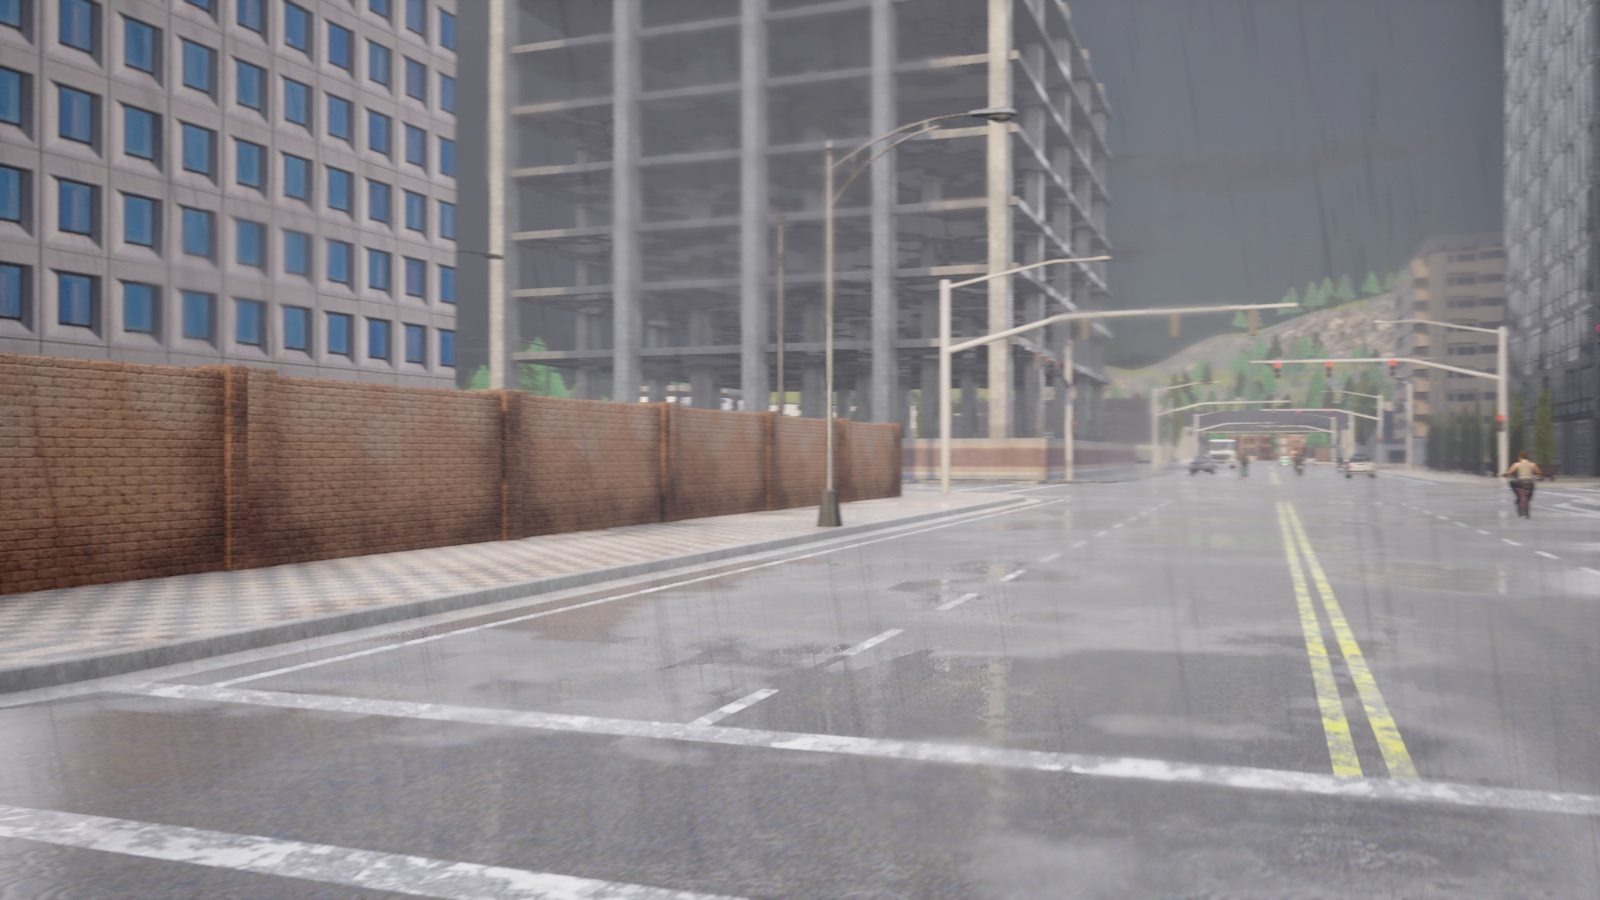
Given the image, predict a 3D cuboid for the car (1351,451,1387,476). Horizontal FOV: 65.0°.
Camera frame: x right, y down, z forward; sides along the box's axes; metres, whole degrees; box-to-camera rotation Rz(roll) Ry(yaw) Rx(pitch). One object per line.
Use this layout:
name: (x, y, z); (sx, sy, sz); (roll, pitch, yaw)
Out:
car: (37.282, 0.869, 82.334); (1.851, 1.617, 3.988); (0, 0, 21)

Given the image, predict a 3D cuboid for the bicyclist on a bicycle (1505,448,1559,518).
bicyclist on a bicycle: (17.430, 0.761, 29.933); (0.866, 1.612, 1.509); (0, 0, 21)
